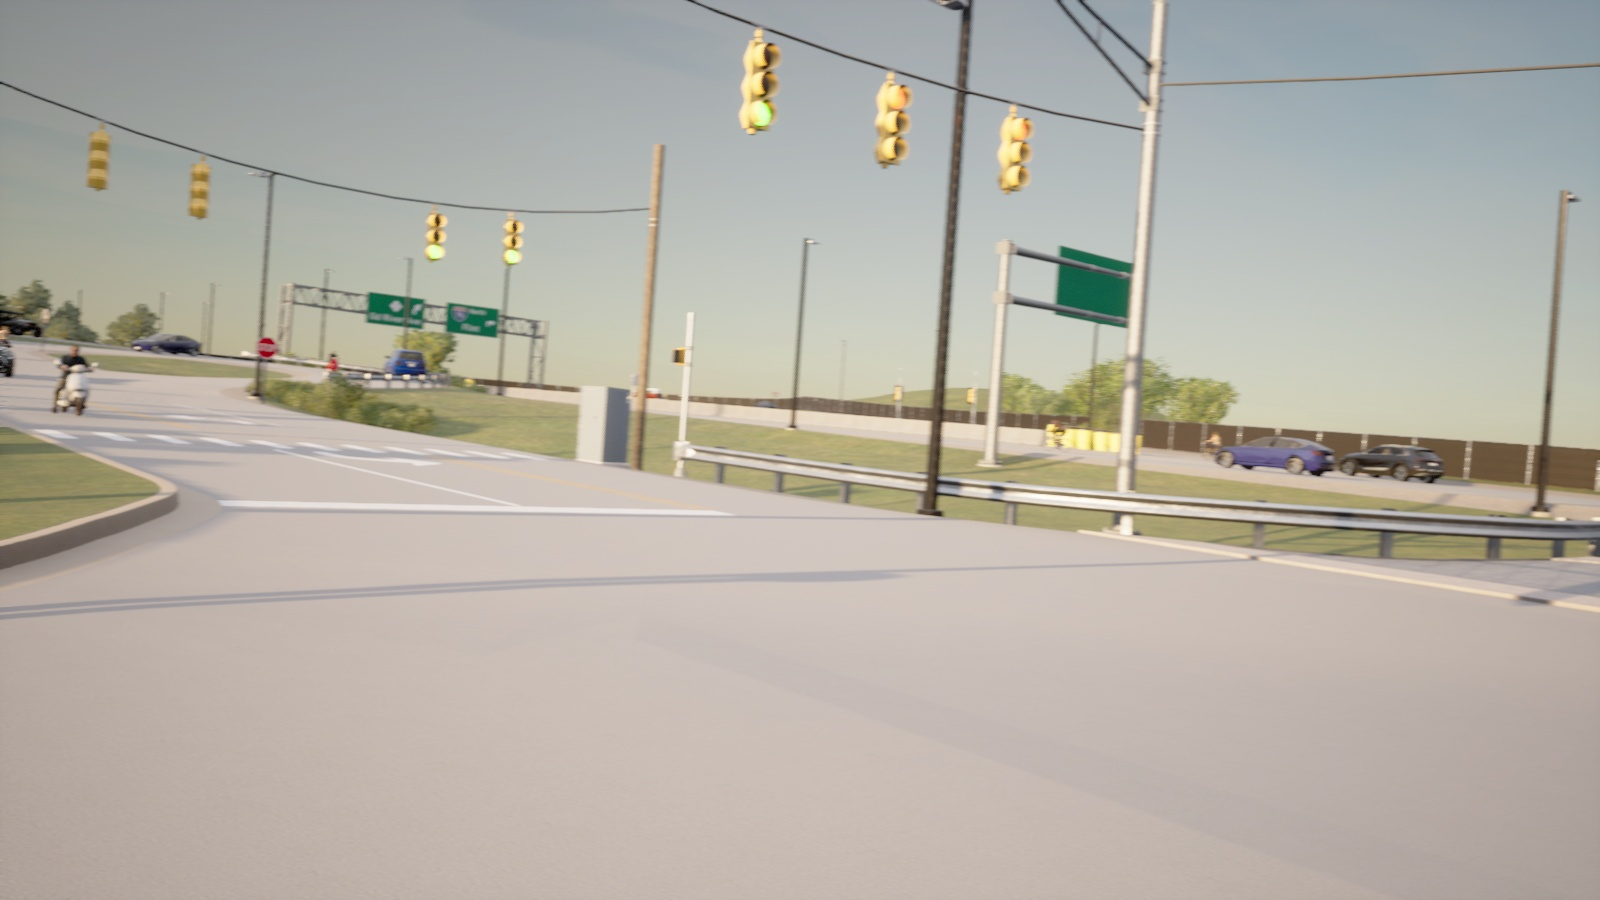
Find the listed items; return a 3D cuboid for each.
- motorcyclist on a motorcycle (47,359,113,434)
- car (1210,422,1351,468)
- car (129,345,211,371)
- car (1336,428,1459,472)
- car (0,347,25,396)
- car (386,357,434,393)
[{"bbox_3d":[-16.495,-1.241,28.744,0.866,1.590,1.817,2,2,-43],"label":"motorcyclist on a motorcycle"},{"bbox_3d":[19.512,-0.225,51.146,2.163,1.488,4.792,2,2,-41],"label":"car"},{"bbox_3d":[-43.726,-6.385,87.280,2.163,1.488,4.792,6,4,21],"label":"car"},{"bbox_3d":[27.252,-0.016,57.470,2.033,1.649,4.856,3,2,-24],"label":"car"},{"bbox_3d":[-31.955,-3.166,49.137,2.097,1.767,4.553,2,3,-40],"label":"car"},{"bbox_3d":[-25.440,-4.915,81.769,2.150,2.045,5.566,3,3,-25],"label":"car"}]
